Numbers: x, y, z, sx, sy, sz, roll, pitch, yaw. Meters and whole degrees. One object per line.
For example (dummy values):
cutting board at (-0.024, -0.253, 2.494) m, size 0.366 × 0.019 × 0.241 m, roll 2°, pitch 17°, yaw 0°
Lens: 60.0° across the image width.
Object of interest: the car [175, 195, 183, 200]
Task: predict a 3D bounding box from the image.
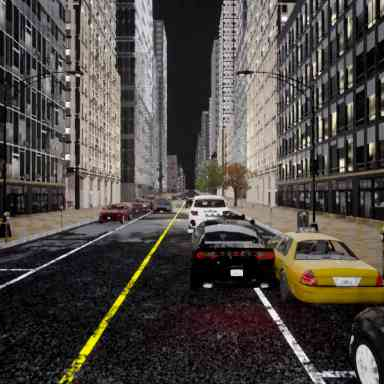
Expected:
car at (-2.960, 1.408, 81.515) m, size 1.812 × 1.442 × 4.674 m, roll 0°, pitch 0°, yaw 0°

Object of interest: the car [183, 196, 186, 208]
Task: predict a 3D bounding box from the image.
car at (0.036, 1.467, 46.038) m, size 1.837 × 1.490 × 4.892 m, roll 0°, pitch 0°, yaw 0°

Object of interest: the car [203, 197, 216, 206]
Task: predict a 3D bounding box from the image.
car at (2.724, 1.532, 53.333) m, size 1.802 × 1.307 × 4.206 m, roll 1°, pitch 0°, yaw 0°

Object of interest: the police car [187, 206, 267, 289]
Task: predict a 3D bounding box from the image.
police car at (0.904, 1.424, 9.282) m, size 1.930 × 1.638 × 5.238 m, roll 0°, pitch 0°, yaw 0°

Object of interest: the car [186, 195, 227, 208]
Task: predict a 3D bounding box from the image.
car at (0.910, 1.218, 19.202) m, size 2.150 × 2.045 × 5.566 m, roll 0°, pitch 0°, yaw 0°

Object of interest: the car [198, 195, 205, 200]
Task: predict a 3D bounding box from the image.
car at (2.745, 1.430, 93.056) m, size 1.802 × 1.307 × 4.206 m, roll 1°, pitch 0°, yaw 0°

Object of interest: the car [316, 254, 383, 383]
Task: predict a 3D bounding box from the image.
car at (2.696, 1.551, 2.259) m, size 2.008 × 1.369 × 4.403 m, roll 0°, pitch 0°, yaw 0°

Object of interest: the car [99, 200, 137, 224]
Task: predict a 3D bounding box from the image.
car at (-5.672, 1.533, 24.974) m, size 1.887 × 1.381 × 4.507 m, roll 0°, pitch 0°, yaw 0°

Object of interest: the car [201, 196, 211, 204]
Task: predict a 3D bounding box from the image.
car at (2.730, 1.451, 64.853) m, size 1.752 × 1.417 × 4.829 m, roll 1°, pitch 0°, yaw 0°

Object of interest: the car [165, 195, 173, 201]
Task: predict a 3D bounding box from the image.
car at (-5.641, 1.408, 81.561) m, size 1.752 × 1.417 × 4.829 m, roll 1°, pitch 0°, yaw 0°

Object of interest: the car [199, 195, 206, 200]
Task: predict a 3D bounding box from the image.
car at (2.742, 1.410, 87.383) m, size 1.887 × 1.381 × 4.507 m, roll 1°, pitch 0°, yaw 0°

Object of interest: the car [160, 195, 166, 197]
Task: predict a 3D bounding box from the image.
car at (-5.657, 1.532, 53.352) m, size 1.802 × 1.307 × 4.206 m, roll 1°, pitch 0°, yaw 0°

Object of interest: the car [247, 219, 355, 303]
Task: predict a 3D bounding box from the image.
car at (2.700, 1.524, 8.105) m, size 1.752 × 1.417 × 4.829 m, roll 0°, pitch 0°, yaw 0°

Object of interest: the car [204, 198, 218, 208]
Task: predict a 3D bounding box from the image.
car at (2.720, 1.542, 47.659) m, size 1.802 × 1.307 × 4.206 m, roll 1°, pitch 0°, yaw 0°

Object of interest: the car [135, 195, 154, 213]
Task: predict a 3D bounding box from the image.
car at (-5.665, 1.416, 36.327) m, size 1.967 × 1.590 × 4.097 m, roll 0°, pitch 0°, yaw 0°

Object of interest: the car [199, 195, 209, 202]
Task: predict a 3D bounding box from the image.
car at (2.736, 1.463, 76.033) m, size 1.947 × 1.339 × 4.313 m, roll 1°, pitch 0°, yaw 0°

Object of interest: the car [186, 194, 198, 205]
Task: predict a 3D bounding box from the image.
car at (0.030, 1.289, 59.625) m, size 2.097 × 1.767 × 4.553 m, roll 0°, pitch 0°, yaw 0°

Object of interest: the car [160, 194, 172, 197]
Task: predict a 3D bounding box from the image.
car at (-5.649, 1.241, 64.704) m, size 2.192 × 1.841 × 5.009 m, roll 1°, pitch 0°, yaw 0°

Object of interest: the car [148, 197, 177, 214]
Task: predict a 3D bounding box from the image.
car at (-2.984, 1.525, 35.074) m, size 2.033 × 1.411 × 5.357 m, roll 0°, pitch 0°, yaw 0°

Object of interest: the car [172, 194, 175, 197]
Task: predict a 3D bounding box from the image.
car at (-5.644, 1.338, 76.055) m, size 1.967 × 1.590 × 4.097 m, roll 1°, pitch 0°, yaw 0°

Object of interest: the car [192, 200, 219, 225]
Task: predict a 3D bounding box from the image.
car at (0.912, 1.466, 25.172) m, size 1.882 × 1.535 × 5.008 m, roll 0°, pitch 0°, yaw 0°

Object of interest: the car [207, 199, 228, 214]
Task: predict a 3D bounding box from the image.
car at (2.715, 1.542, 36.310) m, size 1.947 × 1.339 × 4.313 m, roll 0°, pitch 0°, yaw 0°

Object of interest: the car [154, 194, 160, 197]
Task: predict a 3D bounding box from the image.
car at (-5.661, 1.284, 42.002) m, size 2.192 × 1.841 × 5.009 m, roll 0°, pitch 0°, yaw 0°
